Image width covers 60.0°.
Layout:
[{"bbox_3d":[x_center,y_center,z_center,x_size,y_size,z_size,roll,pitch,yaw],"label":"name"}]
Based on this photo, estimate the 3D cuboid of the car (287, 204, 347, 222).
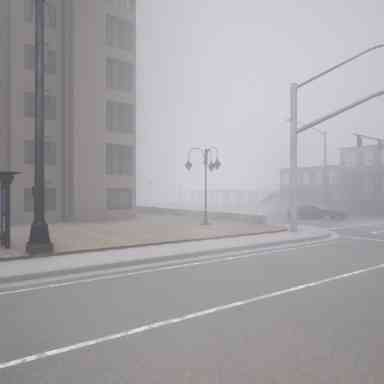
[{"bbox_3d":[10.230,1.720,27.584,1.882,1.535,5.008,0,-5,-36],"label":"car"}]
